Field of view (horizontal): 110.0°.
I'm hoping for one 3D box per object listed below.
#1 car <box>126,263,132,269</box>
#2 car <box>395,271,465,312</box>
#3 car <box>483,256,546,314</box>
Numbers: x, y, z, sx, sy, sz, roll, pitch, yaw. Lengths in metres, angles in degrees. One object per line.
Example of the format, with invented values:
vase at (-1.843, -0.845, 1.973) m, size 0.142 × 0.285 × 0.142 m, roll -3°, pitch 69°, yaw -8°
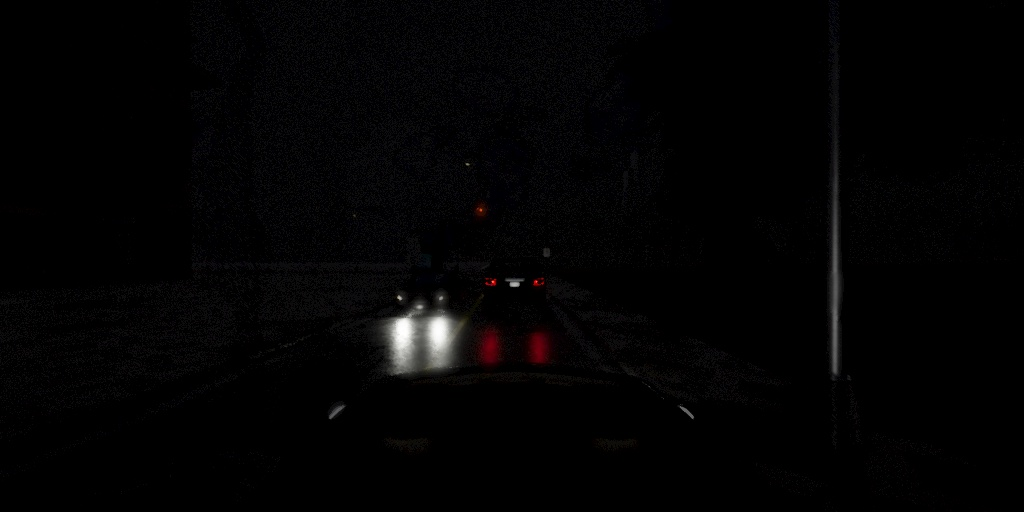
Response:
car at (-43.076, 1.295, 39.746) m, size 4.674 × 1.442 × 1.812 m, roll 0°, pitch 0°, yaw 2°
car at (-3.096, 1.347, 14.700) m, size 2.033 × 1.411 × 5.357 m, roll 0°, pitch 0°, yaw 0°
car at (0.092, 1.019, 14.261) m, size 2.150 × 2.045 × 5.566 m, roll 0°, pitch 0°, yaw 0°
